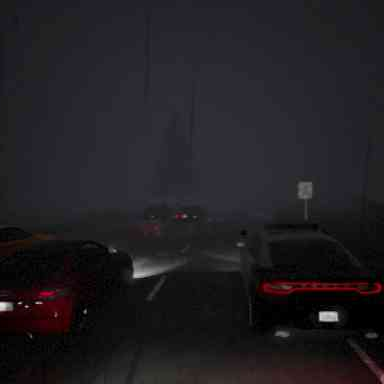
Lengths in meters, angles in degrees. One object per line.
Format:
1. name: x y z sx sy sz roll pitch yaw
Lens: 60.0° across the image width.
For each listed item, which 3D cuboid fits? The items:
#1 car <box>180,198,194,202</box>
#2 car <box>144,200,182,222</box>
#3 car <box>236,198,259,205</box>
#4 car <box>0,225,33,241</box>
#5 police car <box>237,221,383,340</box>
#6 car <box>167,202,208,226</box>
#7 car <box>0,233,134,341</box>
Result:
1. car: -1.882 1.968 75.606 4.892 1.490 1.837 -1 0 7
2. car: -2.725 1.782 29.505 2.128 1.511 4.902 -1 0 12
3. car: 10.952 1.886 66.126 1.895 1.301 4.718 -1 -1 -33
4. car: -5.857 1.685 9.712 1.882 1.535 5.008 -1 0 6
5. police car: 2.012 1.435 6.920 1.930 1.638 5.238 -1 0 5
6. car: -0.023 1.745 25.389 2.033 1.411 5.357 -1 0 10
7. car: -2.625 1.677 6.928 1.994 1.385 4.181 -1 0 5
